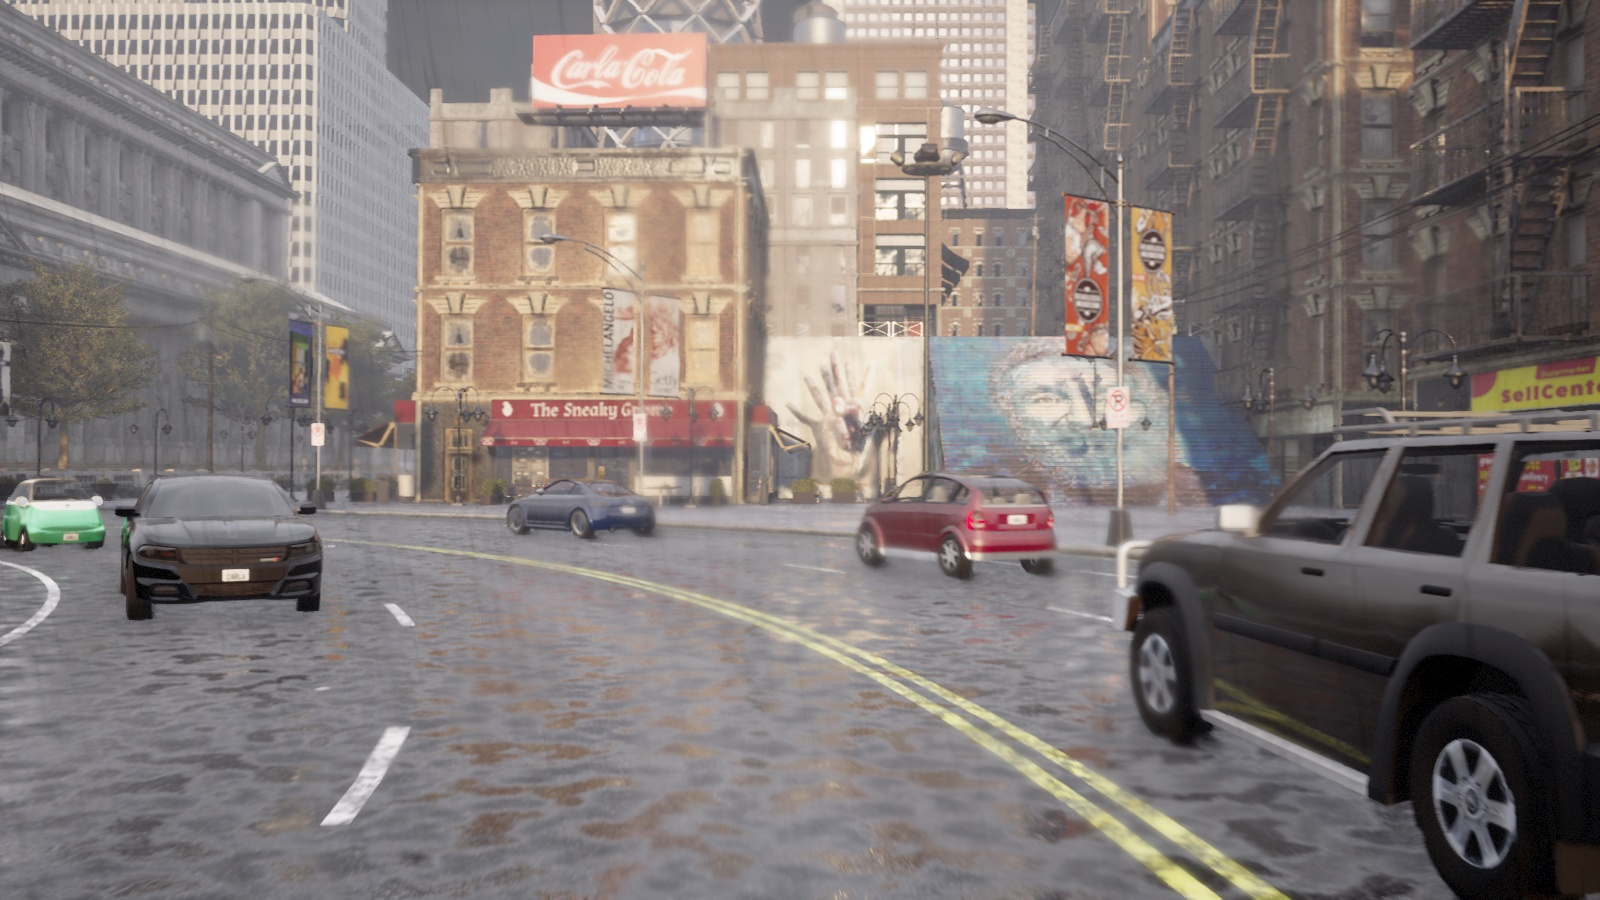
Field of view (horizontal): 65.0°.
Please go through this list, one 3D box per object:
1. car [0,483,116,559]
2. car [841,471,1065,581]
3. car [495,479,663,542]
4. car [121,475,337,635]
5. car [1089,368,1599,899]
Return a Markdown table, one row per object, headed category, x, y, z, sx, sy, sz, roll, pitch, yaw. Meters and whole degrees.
| category | x | y | z | sx | sy | sz | roll | pitch | yaw |
| --- | --- | --- | --- | --- | --- | --- | --- | --- | --- |
| car | -14.551 | 1.344 | 24.403 | 2.207 | 1.376 | 1.481 | -1 | -2 | 40 |
| car | 2.314 | 1.116 | 19.886 | 1.789 | 1.549 | 3.705 | 0 | -1 | -26 |
| car | -5.385 | 1.410 | 30.299 | 1.994 | 1.385 | 4.181 | 1 | -1 | -44 |
| car | -6.862 | 1.071 | 14.776 | 1.882 | 1.535 | 5.008 | 0 | -1 | -29 |
| car | 3.127 | 0.719 | 6.093 | 1.932 | 1.855 | 4.605 | 0 | -1 | -6 |
